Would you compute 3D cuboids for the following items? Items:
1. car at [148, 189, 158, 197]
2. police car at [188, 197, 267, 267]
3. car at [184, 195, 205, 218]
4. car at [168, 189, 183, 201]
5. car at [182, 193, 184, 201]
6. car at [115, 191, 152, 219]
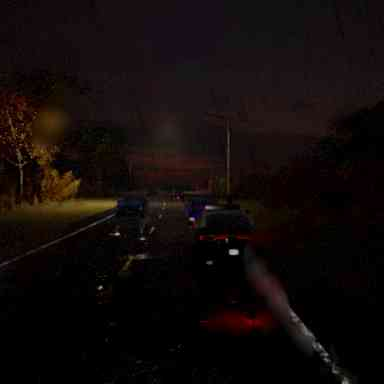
[{"bbox_3d":[-7.505,0.147,63.713,1.994,1.385,4.181,0,1,-6],"label":"car"},{"bbox_3d":[0.962,1.191,10.609,1.930,1.638,5.238,0,1,-1],"label":"police car"},{"bbox_3d":[0.673,1.024,20.549,1.882,1.535,5.008,0,1,-2],"label":"car"},{"bbox_3d":[-2.105,0.456,47.279,1.837,1.490,4.892,0,1,-5],"label":"car"},{"bbox_3d":[0.401,0.936,26.576,1.812,1.442,4.674,0,1,-3],"label":"car"},{"bbox_3d":[-4.140,0.959,23.563,1.882,1.535,5.008,0,1,-3],"label":"car"}]
